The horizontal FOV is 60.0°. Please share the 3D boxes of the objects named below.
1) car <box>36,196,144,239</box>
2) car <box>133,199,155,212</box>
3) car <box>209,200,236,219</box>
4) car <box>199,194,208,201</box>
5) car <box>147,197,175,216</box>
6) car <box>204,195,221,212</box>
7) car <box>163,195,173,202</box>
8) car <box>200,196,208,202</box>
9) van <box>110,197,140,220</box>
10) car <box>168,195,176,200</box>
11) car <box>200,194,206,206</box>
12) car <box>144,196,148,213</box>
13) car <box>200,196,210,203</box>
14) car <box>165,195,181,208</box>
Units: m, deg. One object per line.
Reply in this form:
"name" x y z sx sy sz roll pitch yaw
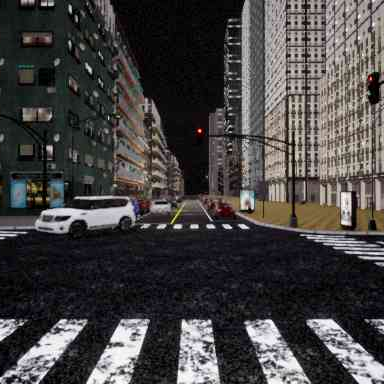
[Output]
"car" -5.389 1.228 17.846 2.150 2.045 5.566 1 0 31
"car" -5.636 1.560 39.525 1.887 1.381 4.507 0 0 0
"car" 2.731 1.591 28.458 1.802 1.307 4.206 0 0 0
"car" 2.799 1.373 83.735 2.192 1.841 5.009 0 0 0
"car" -3.056 1.537 33.532 1.812 1.442 4.674 0 0 0
"car" 2.745 1.455 39.514 1.967 1.590 4.097 0 0 0
"car" -5.589 1.491 78.218 1.967 1.590 4.097 0 0 0
"car" 2.791 1.633 78.207 1.802 1.307 4.206 0 0 0
"van" -5.648 1.351 28.469 1.690 1.788 3.998 0 0 0
"car" -5.570 1.639 94.801 1.947 1.339 4.313 0 0 0
"car" 2.765 1.467 56.097 1.967 1.590 4.097 0 0 0
"car" -5.641 1.327 33.997 2.192 1.841 5.009 0 0 0
"car" 2.784 1.590 72.679 1.887 1.381 4.507 0 0 0
"car" -3.035 1.568 48.191 2.033 1.411 5.357 0 0 0
